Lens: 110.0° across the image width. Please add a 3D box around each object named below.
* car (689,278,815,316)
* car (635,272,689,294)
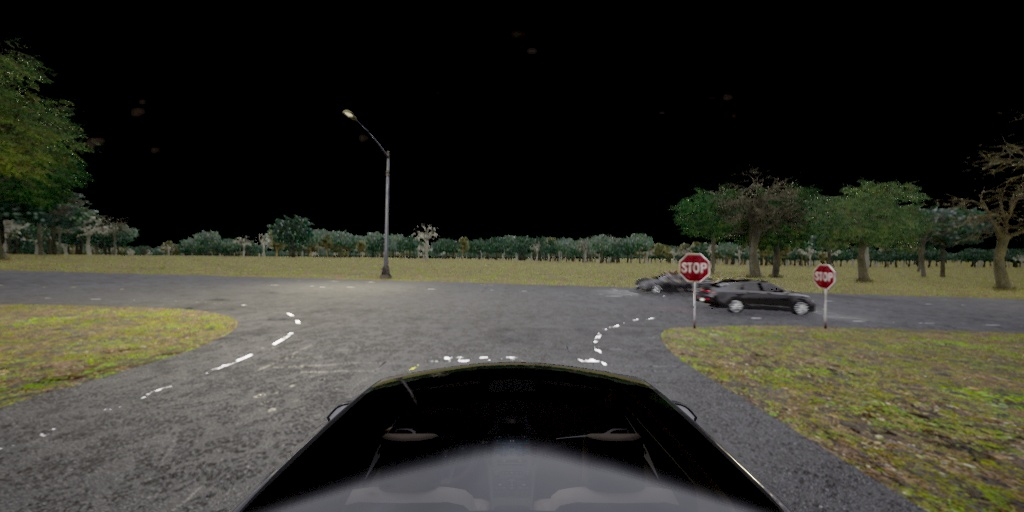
[{"bbox_3d":[11.258,1.857,16.652,4.892,1.490,1.837,2,1,0],"label":"car"},{"bbox_3d":[10.677,1.805,23.650,4.892,1.490,1.837,2,1,0],"label":"car"}]
